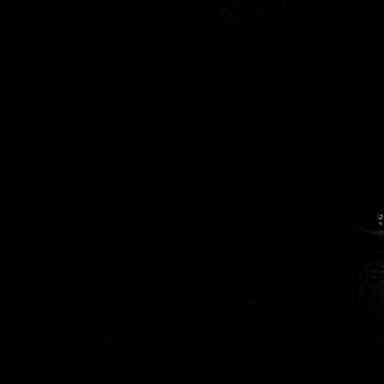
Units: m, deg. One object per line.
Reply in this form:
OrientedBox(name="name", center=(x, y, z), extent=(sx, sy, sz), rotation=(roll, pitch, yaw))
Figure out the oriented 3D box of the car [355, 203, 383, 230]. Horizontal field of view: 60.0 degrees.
OrientedBox(name="car", center=(13.170, 1.609, 23.239), extent=(2.097, 1.767, 4.553), rotation=(1, 0, 8))
